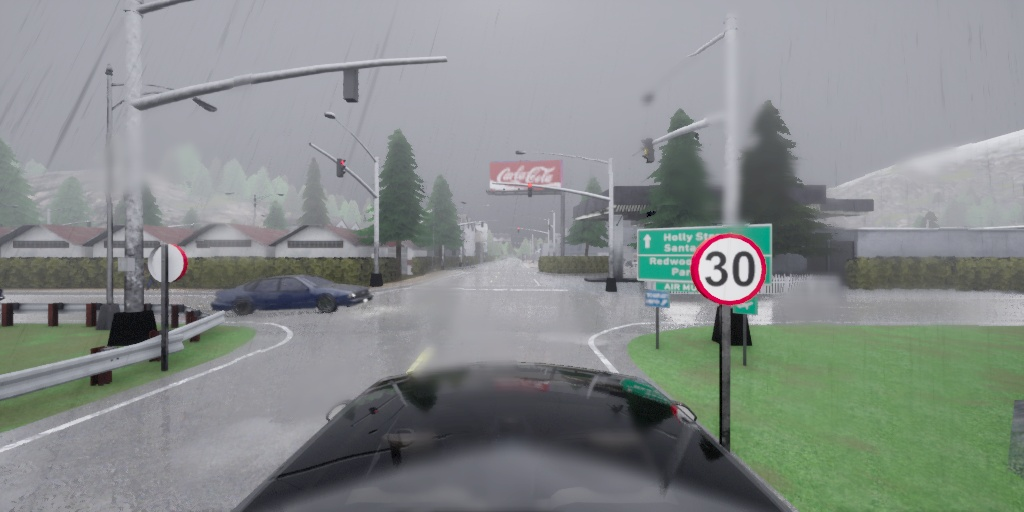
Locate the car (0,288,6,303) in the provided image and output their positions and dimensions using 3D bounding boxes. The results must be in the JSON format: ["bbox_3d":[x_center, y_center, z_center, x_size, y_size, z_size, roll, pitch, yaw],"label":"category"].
[{"bbox_3d":[-22.981,1.542,13.859,4.718,1.301,1.895,0,0,1],"label":"car"}]

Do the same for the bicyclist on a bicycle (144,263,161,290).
[{"bbox_3d":[-21.674,1.244,21.323,0.582,1.620,1.656,0,0,1],"label":"bicyclist on a bicycle"}]

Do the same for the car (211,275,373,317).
[{"bbox_3d":[-8.252,1.427,13.662,5.357,1.411,2.033,-3,0,1],"label":"car"}]
